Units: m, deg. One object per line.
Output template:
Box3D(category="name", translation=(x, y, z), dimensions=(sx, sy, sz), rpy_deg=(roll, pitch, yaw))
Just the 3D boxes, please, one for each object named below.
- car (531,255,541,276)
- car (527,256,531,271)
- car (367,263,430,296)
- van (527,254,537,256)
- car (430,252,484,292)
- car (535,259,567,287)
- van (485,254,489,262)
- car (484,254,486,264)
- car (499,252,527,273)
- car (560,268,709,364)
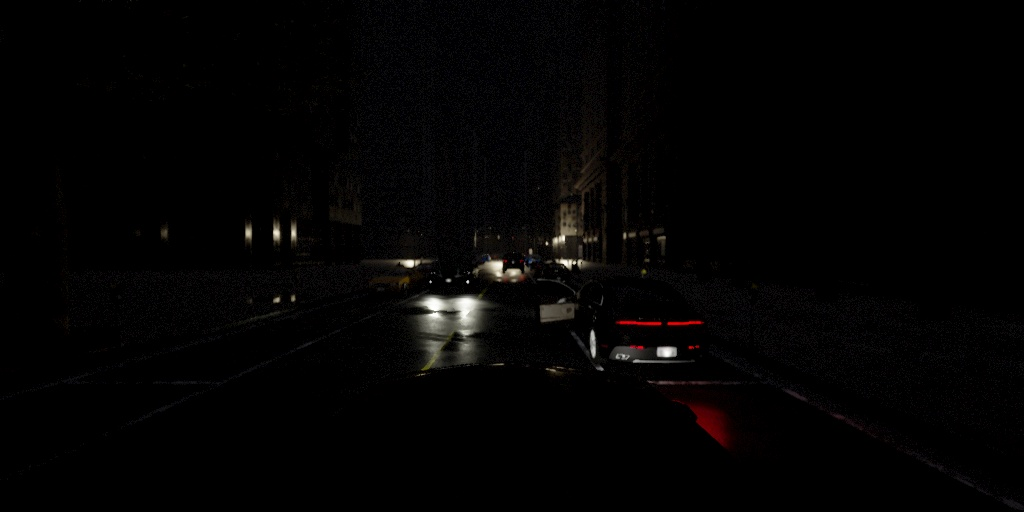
Box3D(category="car", translation=(2.838, 0.930, 29.555), dimensions=(1.967, 1.591, 4.097), rpy_deg=(0, 0, 0))
Box3D(category="car", translation=(2.869, 0.936, 40.910), dimensions=(2.007, 1.370, 4.403), rpy_deg=(0, 0, 0))
Box3D(category="car", translation=(-5.718, 1.120, 18.045), dimensions=(1.751, 1.417, 4.829), rpy_deg=(0, 0, 0))
Box3D(category="van", translation=(2.884, 0.675, 46.588), dimensions=(1.690, 1.789, 3.998), rpy_deg=(0, 0, 0))
Box3D(category="car", translation=(-3.050, 0.799, 20.046), dimensions=(2.150, 2.045, 5.566), rpy_deg=(0, 1, 0))
Box3D(category="car", translation=(2.823, 1.093, 23.878), dimensions=(2.007, 1.370, 4.403), rpy_deg=(0, 0, 0))
Box3D(category="van", translation=(-5.595, 0.522, 63.633), dimensions=(1.690, 1.789, 3.998), rpy_deg=(0, 0, 0))
Box3D(category="car", translation=(-5.610, 0.814, 57.955), dimensions=(1.802, 1.307, 4.207), rpy_deg=(0, 0, 0))
Box3D(category="car", translation=(0.163, 0.650, 36.415), dimensions=(2.150, 2.045, 5.566), rpy_deg=(0, 1, 1))
Box3D(category="car", translation=(2.372, 1.196, 7.896), dimensions=(1.837, 1.490, 4.892), rpy_deg=(0, 1, 0))
